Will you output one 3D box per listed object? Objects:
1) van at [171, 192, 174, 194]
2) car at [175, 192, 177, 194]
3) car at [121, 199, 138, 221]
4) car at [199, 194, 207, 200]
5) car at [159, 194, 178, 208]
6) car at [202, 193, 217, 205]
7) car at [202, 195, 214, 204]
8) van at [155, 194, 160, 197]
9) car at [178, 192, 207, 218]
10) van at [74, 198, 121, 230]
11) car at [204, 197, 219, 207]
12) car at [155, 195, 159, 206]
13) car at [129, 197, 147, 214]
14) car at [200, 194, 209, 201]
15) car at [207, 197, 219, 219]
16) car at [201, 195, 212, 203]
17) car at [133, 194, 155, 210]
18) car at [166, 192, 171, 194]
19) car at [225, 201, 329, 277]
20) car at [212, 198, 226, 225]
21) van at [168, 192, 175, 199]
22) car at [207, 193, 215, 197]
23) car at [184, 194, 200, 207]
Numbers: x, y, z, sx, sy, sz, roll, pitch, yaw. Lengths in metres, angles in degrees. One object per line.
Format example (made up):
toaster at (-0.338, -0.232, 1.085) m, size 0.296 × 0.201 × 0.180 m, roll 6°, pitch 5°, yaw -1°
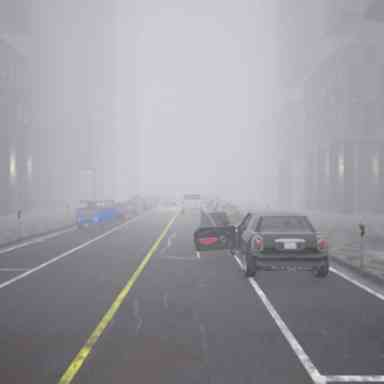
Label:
van at (-5.745, 1.073, 76.576) m, size 1.690 × 1.788 × 3.998 m, roll 0°, pitch 0°, yaw 0°
car at (-5.742, 1.246, 87.849) m, size 2.008 × 1.369 × 4.403 m, roll 0°, pitch 0°, yaw 0°
car at (-5.758, 1.474, 25.846) m, size 1.947 × 1.339 × 4.313 m, roll 0°, pitch 0°, yaw 0°
car at (2.783, 1.261, 87.854) m, size 1.947 × 1.339 × 4.313 m, roll 0°, pitch 0°, yaw 0°
car at (-3.024, 1.362, 46.099) m, size 1.812 × 1.442 × 4.674 m, roll 0°, pitch 0°, yaw 1°
car at (2.774, 1.125, 54.036) m, size 2.192 × 1.841 × 5.009 m, roll 0°, pitch 0°, yaw 0°
car at (2.776, 1.335, 59.673) m, size 1.887 × 1.381 × 4.507 m, roll 0°, pitch 0°, yaw 0°
van at (-5.753, 1.170, 48.392) m, size 1.690 × 1.788 × 3.998 m, roll 0°, pitch 0°, yaw 0°
car at (0.059, 1.103, 33.011) m, size 2.150 × 2.045 × 5.566 m, roll 0°, pitch 0°, yaw 1°
van at (-5.760, 1.269, 20.209) m, size 1.690 × 1.788 × 3.998 m, roll 0°, pitch 0°, yaw 0°
car at (2.773, 1.395, 48.400) m, size 1.947 × 1.339 × 4.313 m, roll 0°, pitch 0°, yaw 0°
car at (-5.753, 1.393, 42.756) m, size 1.887 × 1.381 × 4.507 m, roll 0°, pitch 0°, yaw 0°
car at (-5.756, 1.454, 31.483) m, size 1.947 × 1.339 × 4.313 m, roll 0°, pitch 0°, yaw 0°
car at (2.780, 1.172, 76.581) m, size 1.967 × 1.590 × 4.097 m, roll 0°, pitch 0°, yaw 0°
car at (2.769, 1.439, 31.492) m, size 2.008 × 1.369 × 4.403 m, roll 0°, pitch 0°, yaw 0°
car at (2.778, 1.337, 65.310) m, size 1.947 × 1.339 × 4.313 m, roll 0°, pitch 0°, yaw 0°
car at (-5.756, 1.183, 37.118) m, size 2.192 × 1.841 × 5.009 m, roll 0°, pitch 0°, yaw 0°
car at (-5.748, 1.210, 65.303) m, size 1.967 × 1.590 × 4.097 m, roll 0°, pitch 0°, yaw 0°
car at (2.392, 1.315, 10.230) m, size 2.097 × 1.767 × 4.553 m, roll 0°, pitch 0°, yaw 0°
car at (2.767, 1.433, 26.025) m, size 1.752 × 1.417 × 4.829 m, roll 0°, pitch 0°, yaw 0°
van at (-5.741, 1.019, 93.485) m, size 1.690 × 1.788 × 3.998 m, roll 0°, pitch 0°, yaw 0°
car at (2.771, 1.289, 42.763) m, size 1.967 × 1.590 × 4.097 m, roll 0°, pitch 0°, yaw 0°
car at (0.041, 1.186, 47.055) m, size 2.097 × 1.767 × 4.553 m, roll 0°, pitch 0°, yaw 1°
